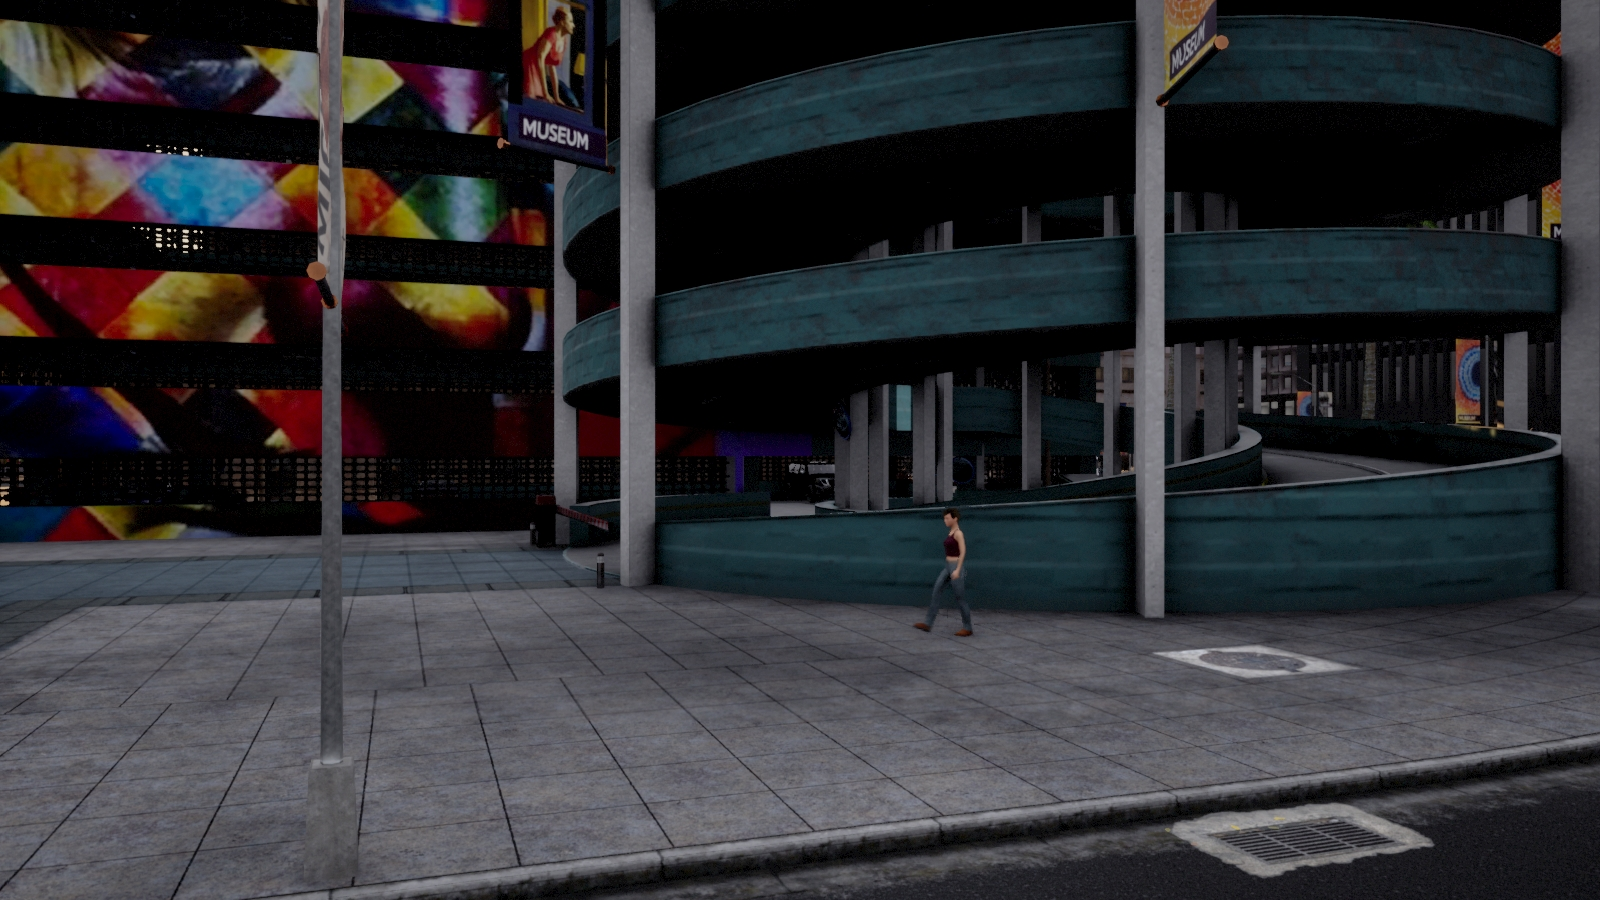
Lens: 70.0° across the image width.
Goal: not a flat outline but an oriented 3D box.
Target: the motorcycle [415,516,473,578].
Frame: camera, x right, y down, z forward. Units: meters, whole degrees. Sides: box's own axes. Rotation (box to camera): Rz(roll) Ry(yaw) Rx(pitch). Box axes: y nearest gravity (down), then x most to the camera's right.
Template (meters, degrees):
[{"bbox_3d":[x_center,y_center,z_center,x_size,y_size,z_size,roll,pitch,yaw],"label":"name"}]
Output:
[{"bbox_3d":[-8.088,2.182,26.026,0.856,1.236,1.805,-1,0,-4],"label":"motorcycle"}]

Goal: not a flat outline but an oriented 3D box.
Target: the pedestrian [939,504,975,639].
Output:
[{"bbox_3d":[2.208,1.696,16.072,0.375,1.860,0.375,0,0,-16],"label":"pedestrian"}]
